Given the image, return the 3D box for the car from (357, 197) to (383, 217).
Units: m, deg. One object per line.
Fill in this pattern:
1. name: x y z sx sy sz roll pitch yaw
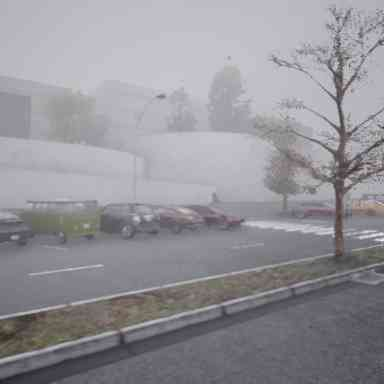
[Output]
1. car: 15.516 1.497 31.533 5.366 1.575 1.946 -1 0 35

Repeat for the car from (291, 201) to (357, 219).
1. car: 10.806 1.529 27.935 4.792 1.488 2.163 -1 -1 35

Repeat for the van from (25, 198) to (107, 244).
1. van: -6.404 1.271 15.844 4.442 1.987 1.878 -1 -1 35

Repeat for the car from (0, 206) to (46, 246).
1. car: -8.730 1.496 14.042 4.892 1.521 2.231 -1 -1 35

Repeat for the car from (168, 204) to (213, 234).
1. car: -1.443 1.537 19.235 4.674 1.452 2.002 -1 -1 35

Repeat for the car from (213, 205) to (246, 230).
1. car: 1.027 1.526 20.969 4.792 1.488 2.163 -1 -1 34

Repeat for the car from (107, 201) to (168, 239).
1. car: -3.851 1.370 17.491 4.553 1.767 2.185 -1 -1 34

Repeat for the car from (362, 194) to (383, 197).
1. car: 20.590 1.235 34.909 5.566 2.045 2.435 -1 -1 35
